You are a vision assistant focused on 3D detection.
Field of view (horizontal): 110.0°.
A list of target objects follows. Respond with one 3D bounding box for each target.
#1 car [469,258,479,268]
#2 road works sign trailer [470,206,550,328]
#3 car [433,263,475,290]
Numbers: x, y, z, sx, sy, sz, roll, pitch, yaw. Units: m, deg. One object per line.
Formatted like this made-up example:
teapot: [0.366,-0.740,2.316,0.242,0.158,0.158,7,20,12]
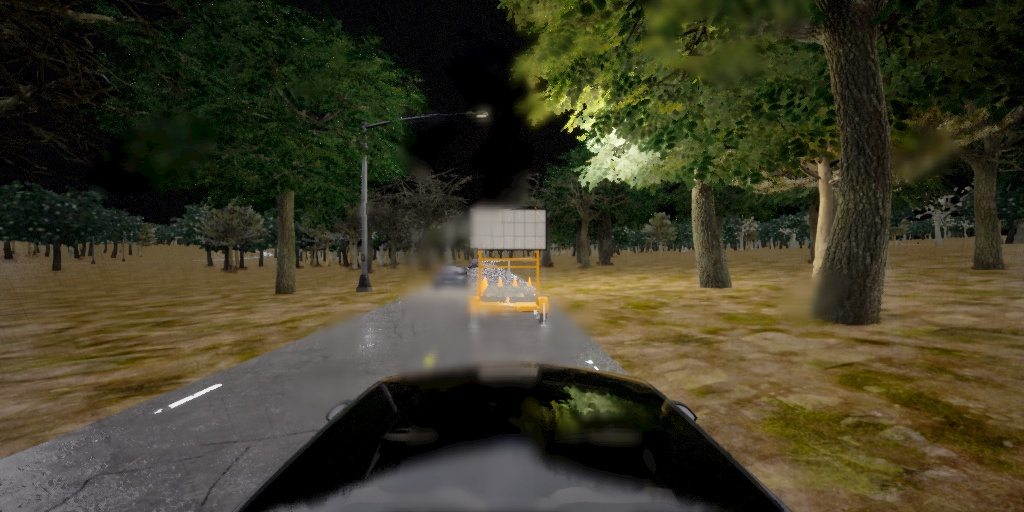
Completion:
car: [-6.766,1.530,64.590,1.994,1.385,4.181,0,0,-4]
road works sign trailer: [-0.098,0.225,11.455,2.380,3.560,2.880,0,0,-2]
car: [-3.630,1.342,22.344,1.994,1.385,4.181,0,0,-3]
